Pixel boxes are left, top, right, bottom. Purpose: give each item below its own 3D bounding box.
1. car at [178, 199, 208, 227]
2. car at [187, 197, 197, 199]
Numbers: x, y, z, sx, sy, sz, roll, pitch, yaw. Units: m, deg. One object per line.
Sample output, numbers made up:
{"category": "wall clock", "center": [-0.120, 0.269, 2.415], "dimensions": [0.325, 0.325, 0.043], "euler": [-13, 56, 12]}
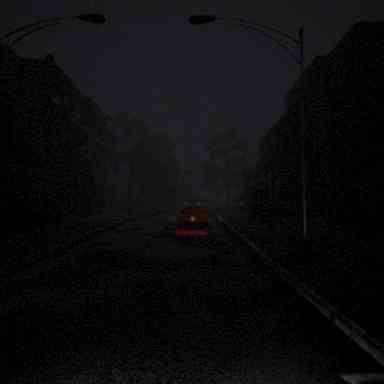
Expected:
{"category": "car", "center": [0.037, 1.477, 22.672], "dimensions": [1.882, 1.535, 5.008], "euler": [0, 0, 0]}
{"category": "car", "center": [0.010, 1.283, 38.261], "dimensions": [1.994, 1.385, 4.181], "euler": [0, 0, 0]}
